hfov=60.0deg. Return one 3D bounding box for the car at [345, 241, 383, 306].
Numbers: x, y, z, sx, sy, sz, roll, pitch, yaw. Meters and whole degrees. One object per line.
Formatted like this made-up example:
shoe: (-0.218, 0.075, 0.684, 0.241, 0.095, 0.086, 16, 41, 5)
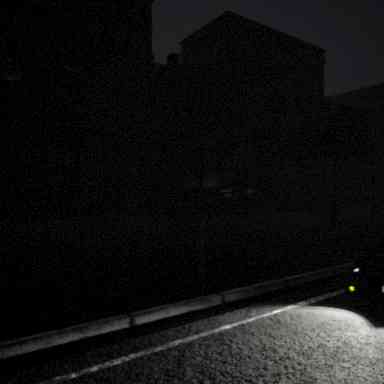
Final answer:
car: (5.124, 1.564, 7.028, 4.181, 1.385, 1.994, 0, 0, -35)
